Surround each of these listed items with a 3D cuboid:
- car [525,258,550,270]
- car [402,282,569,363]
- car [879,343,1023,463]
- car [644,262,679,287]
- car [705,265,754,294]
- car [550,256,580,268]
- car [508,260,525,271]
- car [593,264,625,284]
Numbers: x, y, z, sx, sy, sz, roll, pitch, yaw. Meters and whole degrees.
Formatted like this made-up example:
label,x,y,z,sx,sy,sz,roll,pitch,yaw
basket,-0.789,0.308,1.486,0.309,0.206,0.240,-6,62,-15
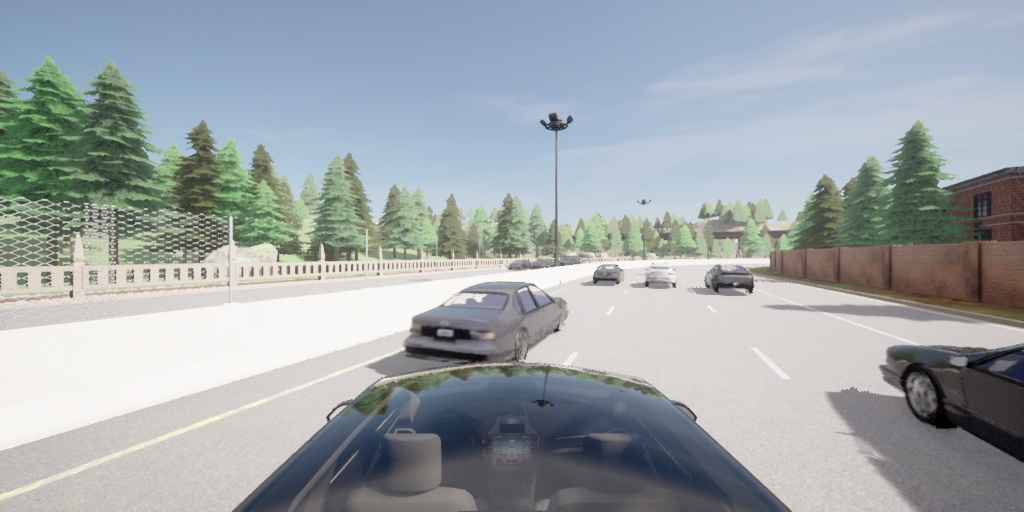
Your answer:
label,x,y,z,sx,sy,sz,roll,pitch,yaw
car,3.841,1.097,45.972,2.097,1.767,4.553,0,0,26
car,-0.151,1.296,8.144,2.033,1.411,5.357,0,0,22
car,5.092,1.297,2.408,2.033,1.411,5.357,0,0,22
car,10.136,1.275,24.512,1.812,1.442,4.674,0,-1,22
car,12.323,1.240,20.518,2.128,1.511,4.902,0,0,22
car,6.956,0.970,44.442,2.150,2.045,5.566,0,0,26
car,1.071,1.271,48.334,1.812,1.442,4.674,0,0,26
car,7.246,1.295,26.681,2.033,1.411,5.357,0,0,22
